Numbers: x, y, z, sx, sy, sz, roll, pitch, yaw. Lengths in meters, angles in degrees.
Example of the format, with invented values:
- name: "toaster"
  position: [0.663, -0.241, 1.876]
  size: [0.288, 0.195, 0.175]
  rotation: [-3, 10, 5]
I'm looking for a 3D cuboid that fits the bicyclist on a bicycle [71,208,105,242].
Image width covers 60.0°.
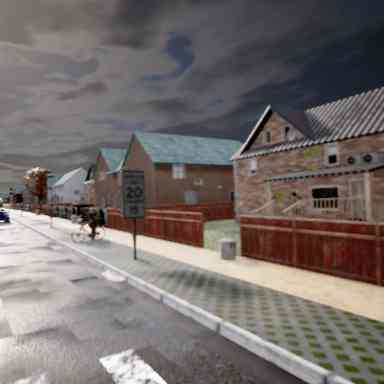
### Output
- name: "bicyclist on a bicycle"
  position: [-5.051, 1.610, 16.200]
  size: [1.656, 1.620, 0.582]
  rotation: [-1, -1, -33]

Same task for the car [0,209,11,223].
- name: "car"
  position: [-19.589, 2.427, 33.610]
  size: [1.812, 1.442, 4.674]
  rotation: [-1, -1, -33]
